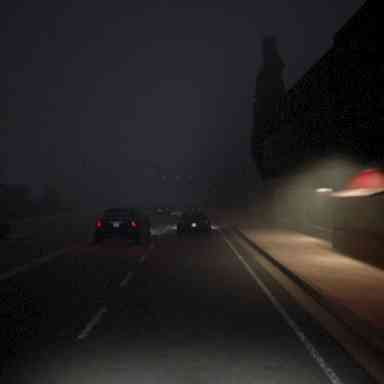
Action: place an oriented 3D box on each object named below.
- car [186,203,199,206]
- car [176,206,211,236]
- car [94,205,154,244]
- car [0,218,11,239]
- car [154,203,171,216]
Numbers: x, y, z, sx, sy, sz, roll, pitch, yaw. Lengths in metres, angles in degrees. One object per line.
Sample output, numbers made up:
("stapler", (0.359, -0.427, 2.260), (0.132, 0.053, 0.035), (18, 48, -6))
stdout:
("car", (0.099, 1.933, 38.370), (2.033, 1.411, 5.357), (0, -1, 0))
("car", (0.101, 1.767, 20.002), (1.994, 1.385, 4.181), (0, 0, 0))
("car", (-3.400, 1.524, 17.048), (2.097, 1.767, 4.553), (0, -1, 0))
("car", (-10.500, 1.722, 15.769), (1.994, 1.385, 4.181), (0, -1, 0))
("car", (-3.400, 1.933, 36.925), (1.994, 1.385, 4.181), (0, -1, 0))
